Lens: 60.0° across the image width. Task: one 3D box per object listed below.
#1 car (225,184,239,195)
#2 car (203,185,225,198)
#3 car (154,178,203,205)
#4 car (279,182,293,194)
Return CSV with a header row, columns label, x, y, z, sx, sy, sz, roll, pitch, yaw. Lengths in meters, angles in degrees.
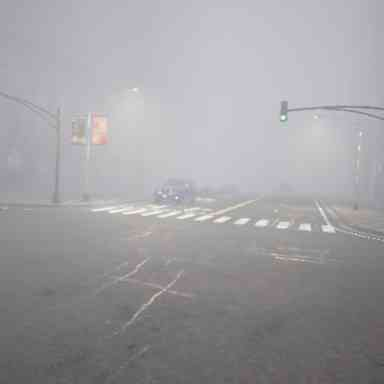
label,x,y,z,sx,sy,sz,roll,pitch,yaw
car,5.307,-0.420,47.033,1.882,1.535,5.008,4,3,19
car,2.001,-0.058,37.433,1.994,1.385,4.181,4,3,18
car,-1.202,-0.126,27.963,2.150,2.045,5.566,4,3,18
car,17.746,-0.791,63.056,2.150,2.045,5.566,4,3,19
